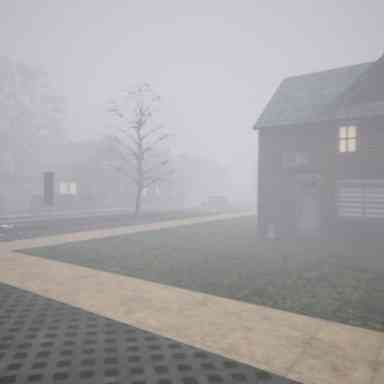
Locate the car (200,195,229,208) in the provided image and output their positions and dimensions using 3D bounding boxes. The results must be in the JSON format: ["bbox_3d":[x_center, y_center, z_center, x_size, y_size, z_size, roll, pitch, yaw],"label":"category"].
[{"bbox_3d":[2.910,1.182,41.476,1.837,1.490,4.892,1,1,34],"label":"car"}]
